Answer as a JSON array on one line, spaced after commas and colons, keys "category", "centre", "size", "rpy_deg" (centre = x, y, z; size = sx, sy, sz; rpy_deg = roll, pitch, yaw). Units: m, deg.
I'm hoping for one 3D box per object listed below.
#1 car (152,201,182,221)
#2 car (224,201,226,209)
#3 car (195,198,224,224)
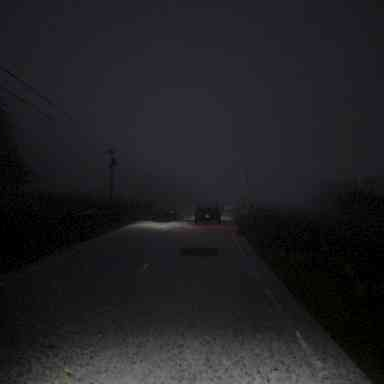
[{"category": "car", "centre": [-1.959, 1.498, 27.464], "size": [1.882, 1.535, 5.008], "rpy_deg": [0, 0, 5]}, {"category": "car", "centre": [3.213, 1.529, 42.712], "size": [2.128, 1.511, 4.902], "rpy_deg": [0, 0, 8]}, {"category": "car", "centre": [1.271, 1.499, 25.303], "size": [1.882, 1.535, 5.008], "rpy_deg": [0, 0, 5]}]
